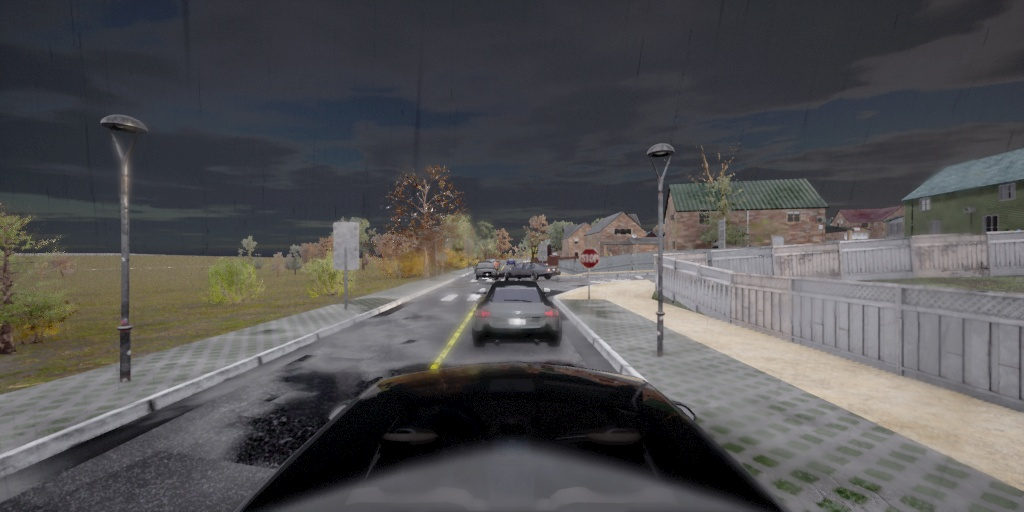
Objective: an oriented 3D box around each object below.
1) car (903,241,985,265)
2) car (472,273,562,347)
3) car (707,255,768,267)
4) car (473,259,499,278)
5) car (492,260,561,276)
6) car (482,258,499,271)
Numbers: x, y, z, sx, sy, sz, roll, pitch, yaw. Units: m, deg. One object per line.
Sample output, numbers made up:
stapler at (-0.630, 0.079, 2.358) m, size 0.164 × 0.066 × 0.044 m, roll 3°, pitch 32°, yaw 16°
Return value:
car at (23.836, -0.209, 20.338) m, size 4.902 × 1.511 × 2.128 m, roll -3°, pitch 0°, yaw 14°
car at (0.081, 1.313, 9.302) m, size 1.994 × 1.385 × 4.181 m, roll 0°, pitch 0°, yaw -1°
car at (14.329, 0.412, 22.734) m, size 4.181 × 1.385 × 1.994 m, roll -3°, pitch 0°, yaw 16°
car at (-2.333, 1.256, 31.222) m, size 1.837 × 1.490 × 4.892 m, roll 0°, pitch 0°, yaw -8°
car at (1.263, 1.196, 28.320) m, size 5.357 × 1.411 × 2.033 m, roll -4°, pitch -3°, yaw 43°
car at (-2.985, 1.118, 51.038) m, size 2.097 × 1.767 × 4.553 m, roll 0°, pitch 0°, yaw 0°
